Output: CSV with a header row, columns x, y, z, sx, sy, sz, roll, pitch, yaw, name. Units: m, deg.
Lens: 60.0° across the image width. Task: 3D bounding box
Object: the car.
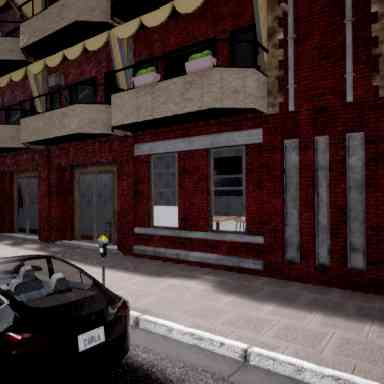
x,y,z,sx,sy,sz,roll,pitch,yaw,name
-2.739,1.567,4.681,4.313,1.339,1.947,0,-1,35,car
